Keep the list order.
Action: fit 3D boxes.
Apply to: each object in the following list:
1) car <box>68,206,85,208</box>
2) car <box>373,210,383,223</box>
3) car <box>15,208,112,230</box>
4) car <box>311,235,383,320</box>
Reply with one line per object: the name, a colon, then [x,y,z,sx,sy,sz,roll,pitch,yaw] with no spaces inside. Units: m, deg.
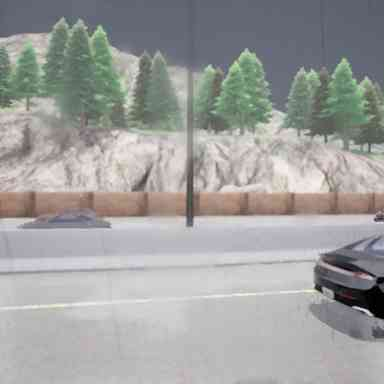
car: [-7.925,1.643,21.820,4.181,1.385,1.994,0,0,-11]
car: [15.040,1.518,23.119,4.553,1.767,2.097,0,0,-14]
car: [-5.739,1.618,15.109,4.181,1.385,1.994,0,0,-11]
car: [4.736,1.540,6.268,4.902,1.511,2.128,0,0,-11]
